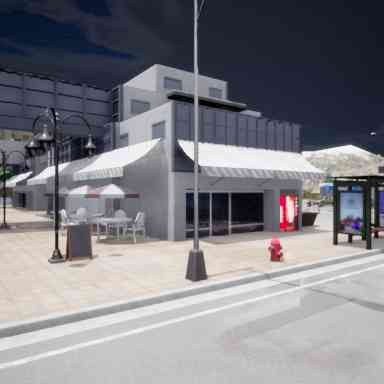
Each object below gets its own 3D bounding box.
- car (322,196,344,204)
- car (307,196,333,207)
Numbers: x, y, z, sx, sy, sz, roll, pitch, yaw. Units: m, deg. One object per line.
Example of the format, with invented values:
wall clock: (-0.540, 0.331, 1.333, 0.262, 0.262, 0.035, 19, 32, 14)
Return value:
car: (28.398, 1.489, 66.886, 4.514, 1.523, 2.007, 0, 0, -36)
car: (19.116, 1.345, 48.773, 5.027, 1.636, 2.152, 0, 0, -36)
